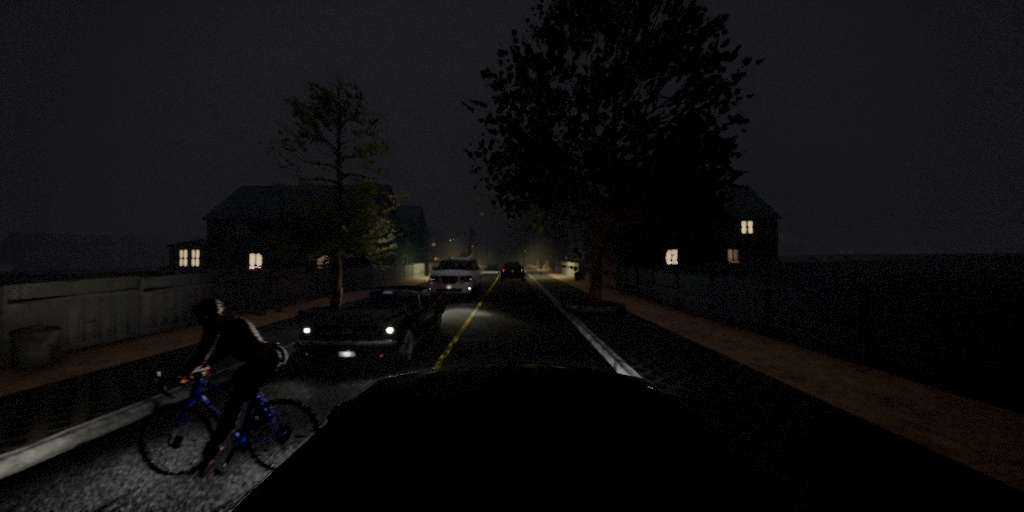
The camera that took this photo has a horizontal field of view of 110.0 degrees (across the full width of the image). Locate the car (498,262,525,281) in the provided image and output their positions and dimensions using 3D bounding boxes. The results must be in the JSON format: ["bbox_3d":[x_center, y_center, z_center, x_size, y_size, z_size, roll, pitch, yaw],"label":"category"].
[{"bbox_3d":[0.055,1.280,32.247,2.097,1.767,4.553,0,0,0],"label":"car"}]

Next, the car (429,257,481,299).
[{"bbox_3d":[-2.863,1.075,19.068,2.150,2.045,5.566,0,0,0],"label":"car"}]

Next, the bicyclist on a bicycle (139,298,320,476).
[{"bbox_3d":[-2.611,1.213,3.303,1.656,1.620,0.582,-2,0,-1],"label":"bicyclist on a bicycle"}]

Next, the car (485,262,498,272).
[{"bbox_3d":[-2.903,1.604,53.175,1.994,1.385,4.181,0,0,0],"label":"car"}]

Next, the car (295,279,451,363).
[{"bbox_3d":[-2.859,1.391,8.390,1.895,1.301,4.718,0,0,0],"label":"car"}]
